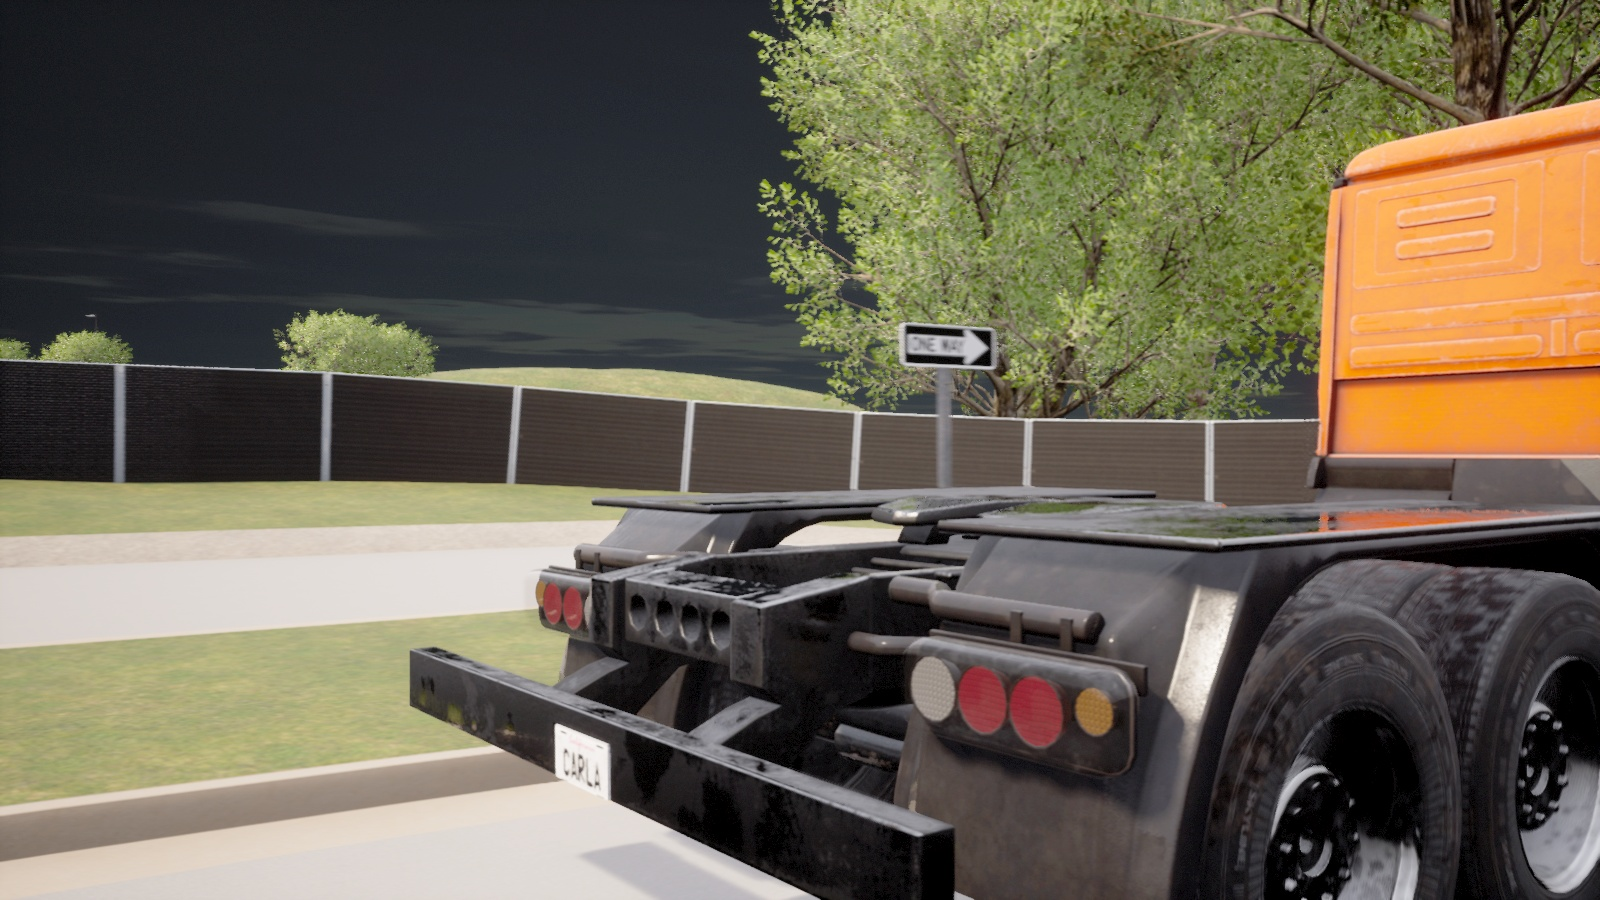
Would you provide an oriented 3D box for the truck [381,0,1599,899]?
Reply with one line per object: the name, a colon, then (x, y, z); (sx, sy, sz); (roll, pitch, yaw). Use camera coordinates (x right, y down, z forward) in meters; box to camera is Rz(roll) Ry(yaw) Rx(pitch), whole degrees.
truck: (2.591, -0.239, 5.587); (7.936, 3.462, 2.891); (0, 0, -37)
